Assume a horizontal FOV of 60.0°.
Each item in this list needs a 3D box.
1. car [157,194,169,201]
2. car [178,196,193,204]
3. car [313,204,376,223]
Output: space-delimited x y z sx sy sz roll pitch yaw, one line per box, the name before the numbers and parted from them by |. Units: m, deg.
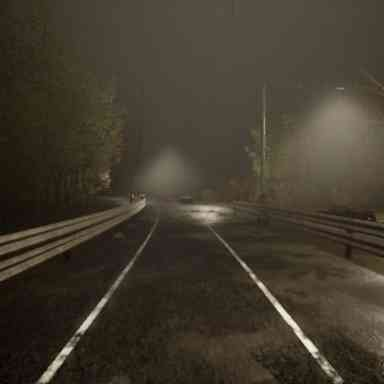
car | -7.010 1.300 78.985 2.097 1.767 4.553 0 0 -18
car | -1.241 1.480 61.535 2.128 1.511 4.902 0 0 -18
car | 11.007 1.650 24.463 1.882 1.535 5.008 0 0 -18
